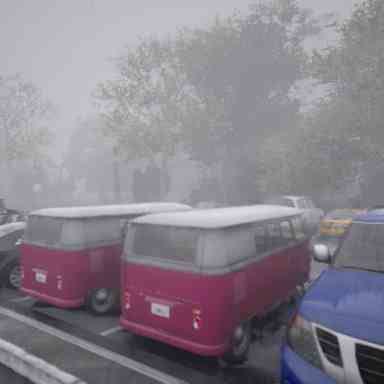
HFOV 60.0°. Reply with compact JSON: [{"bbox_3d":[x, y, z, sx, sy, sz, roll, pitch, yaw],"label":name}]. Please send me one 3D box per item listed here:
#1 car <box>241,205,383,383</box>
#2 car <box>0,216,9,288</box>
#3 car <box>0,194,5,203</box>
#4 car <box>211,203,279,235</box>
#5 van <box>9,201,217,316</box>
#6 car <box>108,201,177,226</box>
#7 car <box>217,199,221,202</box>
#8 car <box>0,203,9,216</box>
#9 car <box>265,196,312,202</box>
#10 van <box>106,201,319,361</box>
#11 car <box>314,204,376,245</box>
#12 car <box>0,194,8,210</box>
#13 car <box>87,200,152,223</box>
[{"bbox_3d":[3.039,1.251,4.361,2.435,2.045,5.566,0,0,35],"label":"car"},{"bbox_3d":[-3.803,1.501,9.253,2.231,1.521,4.892,0,0,35],"label":"car"},{"bbox_3d":[-10.670,1.246,14.108,2.435,2.045,5.566,0,0,35],"label":"car"},{"bbox_3d":[3.371,1.530,20.173,2.163,1.488,4.792,0,0,35],"label":"car"},{"bbox_3d":[-1.447,1.275,7.729,1.878,1.987,4.442,0,0,35],"label":"van"},{"bbox_3d":[-3.506,1.495,24.871,1.946,1.575,5.366,0,0,35],"label":"car"},{"bbox_3d":[1.142,1.374,21.831,2.185,1.767,4.553,0,0,35],"label":"car"},{"bbox_3d":[-6.066,1.373,10.907,2.185,1.767,4.553,0,0,35],"label":"car"},{"bbox_3d":[5.667,1.250,18.612,2.435,2.045,5.566,0,0,35],"label":"car"},{"bbox_3d":[0.838,1.275,6.104,1.878,1.987,4.442,0,0,35],"label":"van"},{"bbox_3d":[8.020,1.499,17.131,1.946,1.575,5.366,0,0,35],"label":"car"},{"bbox_3d":[-26.236,1.239,41.223,2.435,2.045,5.566,0,0,35],"label":"car"},{"bbox_3d":[-5.659,1.498,26.635,2.231,1.521,4.892,0,0,35],"label":"car"}]
